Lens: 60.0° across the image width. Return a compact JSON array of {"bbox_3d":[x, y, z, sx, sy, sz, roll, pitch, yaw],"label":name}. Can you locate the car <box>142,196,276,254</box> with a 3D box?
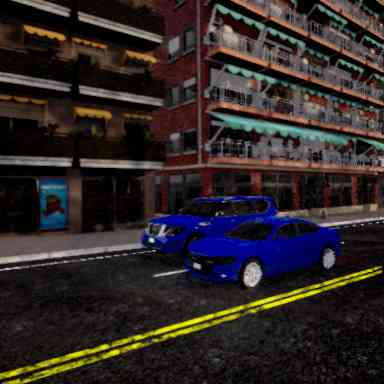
[{"bbox_3d":[0.924,1.197,12.407,5.566,2.045,2.150,0,0,-36],"label":"car"}]

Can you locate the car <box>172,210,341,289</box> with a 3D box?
[{"bbox_3d":[2.136,1.454,9.275,5.008,1.535,1.882,0,0,-36],"label":"car"}]

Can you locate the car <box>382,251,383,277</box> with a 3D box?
[{"bbox_3d":[6.799,1.313,8.421,4.553,1.767,2.097,0,0,-36],"label":"car"}]
